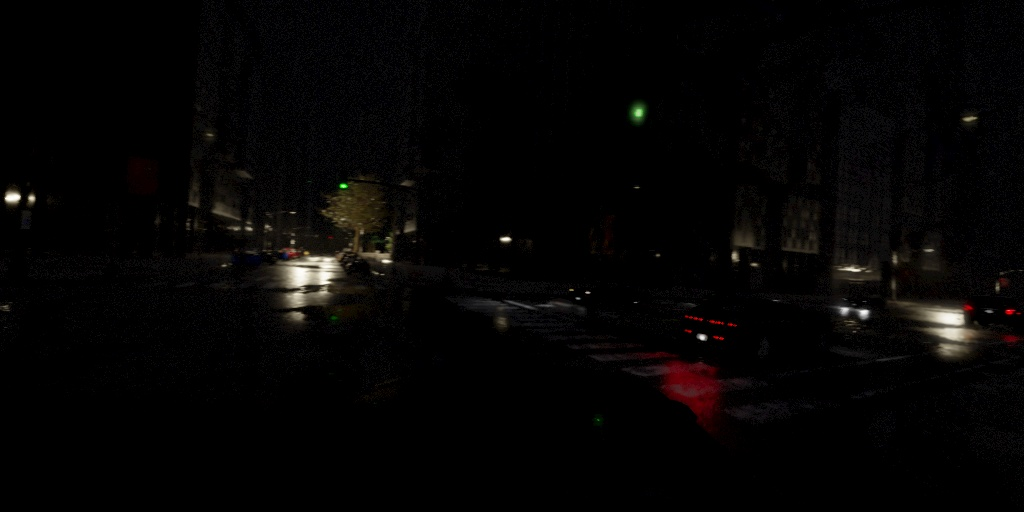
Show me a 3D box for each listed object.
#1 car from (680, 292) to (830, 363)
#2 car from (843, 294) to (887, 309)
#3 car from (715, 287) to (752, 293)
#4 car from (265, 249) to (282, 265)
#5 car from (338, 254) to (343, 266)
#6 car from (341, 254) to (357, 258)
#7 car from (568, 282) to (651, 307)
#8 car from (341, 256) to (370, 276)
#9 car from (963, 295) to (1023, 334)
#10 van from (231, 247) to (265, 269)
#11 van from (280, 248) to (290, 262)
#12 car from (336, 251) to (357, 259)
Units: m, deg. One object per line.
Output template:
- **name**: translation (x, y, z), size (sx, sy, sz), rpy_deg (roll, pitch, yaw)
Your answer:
- **car**: translation (6.911, 1.951, 10.094), size (4.892, 1.490, 1.837), rpy_deg (5, -1, -27)
- **car**: translation (34.857, 4.480, 35.426), size (4.718, 1.301, 1.895), rpy_deg (5, -1, -27)
- **car**: translation (15.871, 2.927, 25.770), size (4.181, 1.385, 1.994), rpy_deg (4, -1, -27)
- **car**: translation (-27.904, 0.230, 40.794), size (1.948, 1.339, 4.313), rpy_deg (0, 0, -27)
- **car**: translation (-17.824, 0.739, 39.720), size (2.007, 1.370, 4.403), rpy_deg (0, 0, -27)
- **car**: translation (-15.416, 0.796, 34.951), size (1.751, 1.417, 4.829), rpy_deg (0, 0, -27)
- **car**: translation (5.558, 2.145, 20.474), size (4.718, 1.301, 1.895), rpy_deg (5, -1, -27)
- **car**: translation (-12.855, 0.902, 29.879), size (2.007, 1.370, 4.403), rpy_deg (0, 0, -27)
- **car**: translation (29.854, 3.480, 21.876), size (5.566, 2.045, 2.150), rpy_deg (5, -1, -27)
- **van**: translation (-22.935, 0.168, 30.954), size (1.690, 1.789, 3.998), rpy_deg (0, 0, -27)
- **van**: translation (-32.873, -0.157, 50.635), size (1.690, 1.789, 3.998), rpy_deg (0, 0, -27)
- **car**: translation (-20.309, 0.422, 44.641), size (2.192, 1.841, 5.009), rpy_deg (0, 0, -27)
